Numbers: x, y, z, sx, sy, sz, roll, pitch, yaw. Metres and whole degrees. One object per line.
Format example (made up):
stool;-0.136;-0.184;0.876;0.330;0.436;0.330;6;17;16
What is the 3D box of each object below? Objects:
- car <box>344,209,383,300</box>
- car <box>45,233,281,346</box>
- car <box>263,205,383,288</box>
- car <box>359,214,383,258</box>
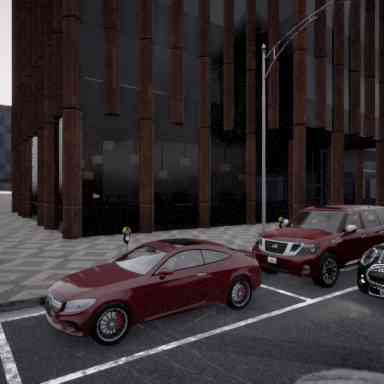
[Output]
car;5.693;1.352;7.391;4.553;1.767;2.097;0;0;-35
car;-0.481;1.582;6.289;4.206;1.307;1.802;0;0;-35
car;3.976;1.315;9.438;5.009;1.841;2.192;0;0;-35
car;8.432;1.546;12.588;4.507;1.381;1.887;0;0;-35
